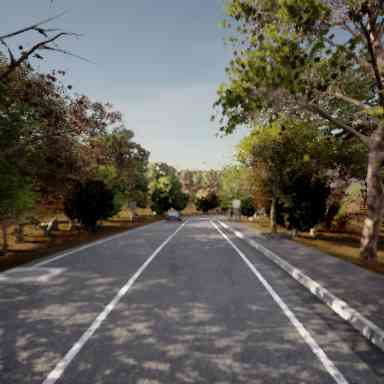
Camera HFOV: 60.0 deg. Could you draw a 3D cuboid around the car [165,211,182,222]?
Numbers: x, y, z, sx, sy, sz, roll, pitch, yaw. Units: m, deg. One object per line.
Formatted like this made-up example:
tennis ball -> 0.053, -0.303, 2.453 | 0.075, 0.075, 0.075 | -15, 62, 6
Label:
car -> -2.541, 3.463, 46.871 | 1.812, 1.442, 4.674 | 0, -3, 3
